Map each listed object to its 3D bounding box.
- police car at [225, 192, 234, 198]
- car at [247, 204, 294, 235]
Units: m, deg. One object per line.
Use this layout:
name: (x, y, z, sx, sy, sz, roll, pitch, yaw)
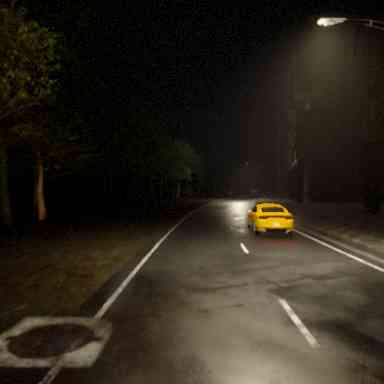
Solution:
police car: (9.490, 0.742, 83.625, 1.930, 1.638, 5.238, 0, 1, 14)
car: (4.219, 1.414, 18.478, 1.882, 1.535, 5.008, 0, 0, 3)
